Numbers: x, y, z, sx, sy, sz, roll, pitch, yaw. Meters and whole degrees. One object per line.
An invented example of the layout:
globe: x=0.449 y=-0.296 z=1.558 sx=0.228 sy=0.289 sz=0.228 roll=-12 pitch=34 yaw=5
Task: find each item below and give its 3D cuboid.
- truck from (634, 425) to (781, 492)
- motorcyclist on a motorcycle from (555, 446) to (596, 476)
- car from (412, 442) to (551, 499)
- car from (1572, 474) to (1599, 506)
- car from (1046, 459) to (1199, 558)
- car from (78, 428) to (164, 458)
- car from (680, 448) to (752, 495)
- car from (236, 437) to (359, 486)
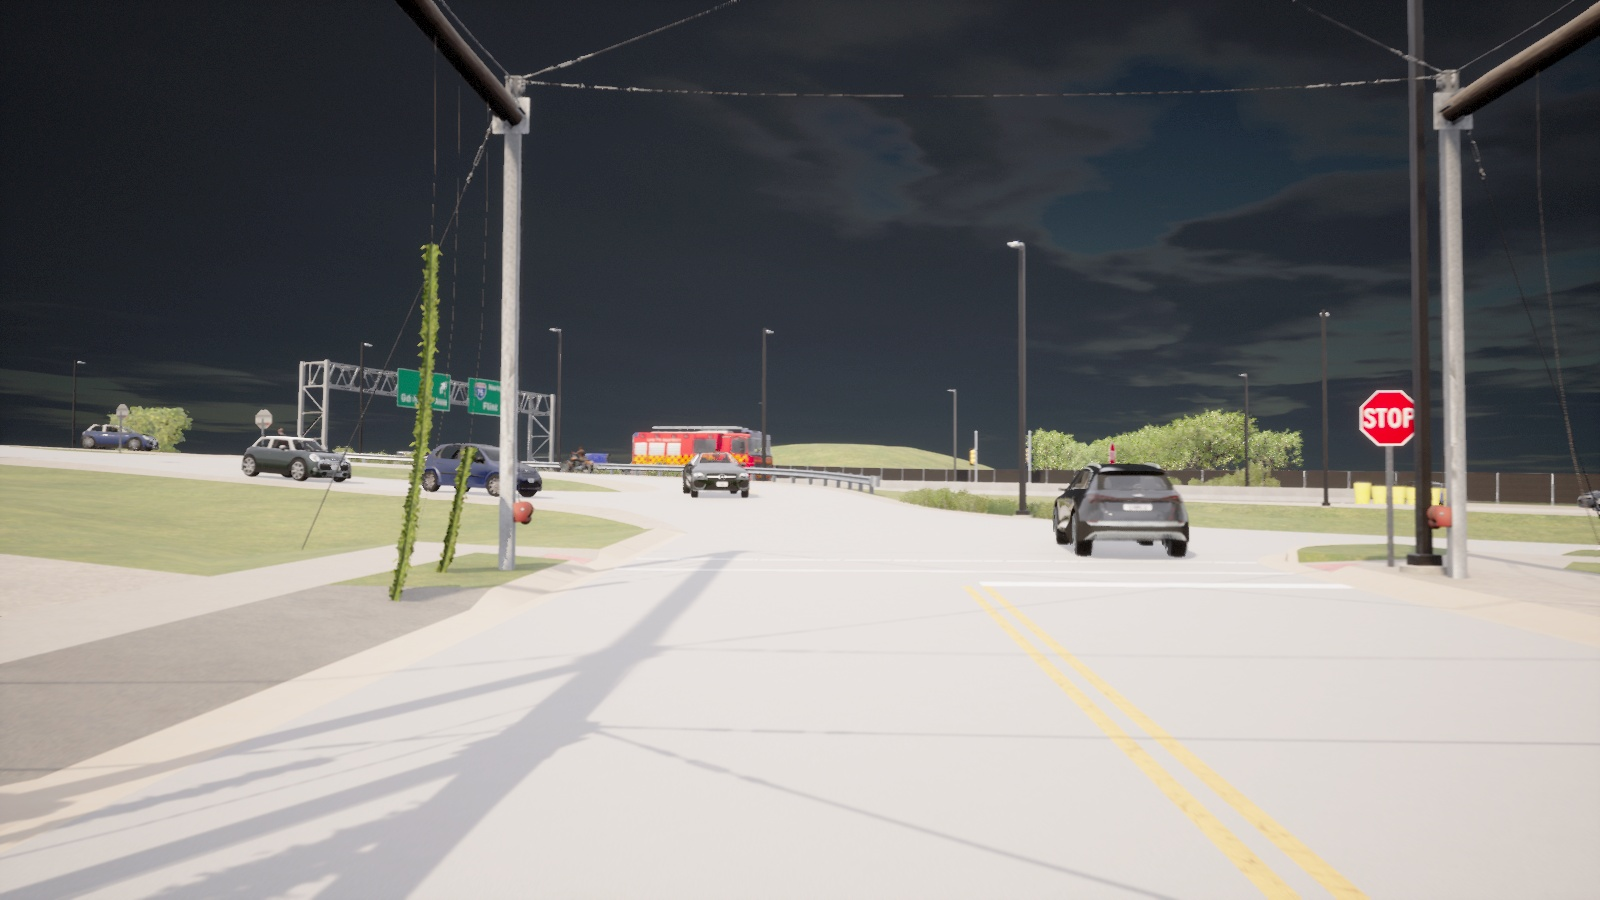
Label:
truck: x=-5.573 y=0.529 z=75.234 sx=8.468 sy=3.827 sz=2.891 roll=0 pitch=-2 yaw=27
motorcyclist on a motorcycle: x=-12.839 y=0.651 z=71.883 sx=2.350 sy=1.649 sz=0.766 roll=1 pitch=-1 yaw=32
car: x=-10.188 y=0.662 z=40.132 sx=3.988 sy=1.617 sz=1.851 roll=2 pitch=-1 yaw=26
car: x=39.743 y=1.924 z=59.796 sx=4.902 sy=1.511 sz=2.128 roll=0 pitch=-2 yaw=27
car: x=5.873 y=0.992 z=23.471 sx=2.033 sy=1.649 sz=4.856 roll=0 pitch=0 yaw=5
car: x=-38.932 y=-0.395 z=72.082 sx=3.806 sy=1.475 sz=1.970 roll=2 pitch=-2 yaw=-6
car: x=-3.217 y=0.761 z=47.166 sx=2.152 sy=1.651 sz=5.027 roll=0 pitch=1 yaw=-10
car: x=-17.610 y=0.400 z=44.003 sx=3.806 sy=1.475 sz=1.970 roll=3 pitch=-1 yaw=28
